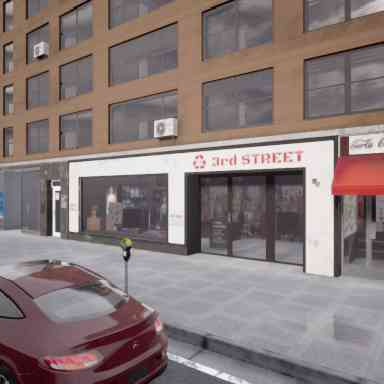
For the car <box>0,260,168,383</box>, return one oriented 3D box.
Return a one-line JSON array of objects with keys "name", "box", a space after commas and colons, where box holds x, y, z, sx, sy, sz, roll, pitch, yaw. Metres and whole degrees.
[{"name": "car", "box": [-2.202, 1.582, 4.386, 4.206, 1.307, 1.802, 0, 0, 36]}]
